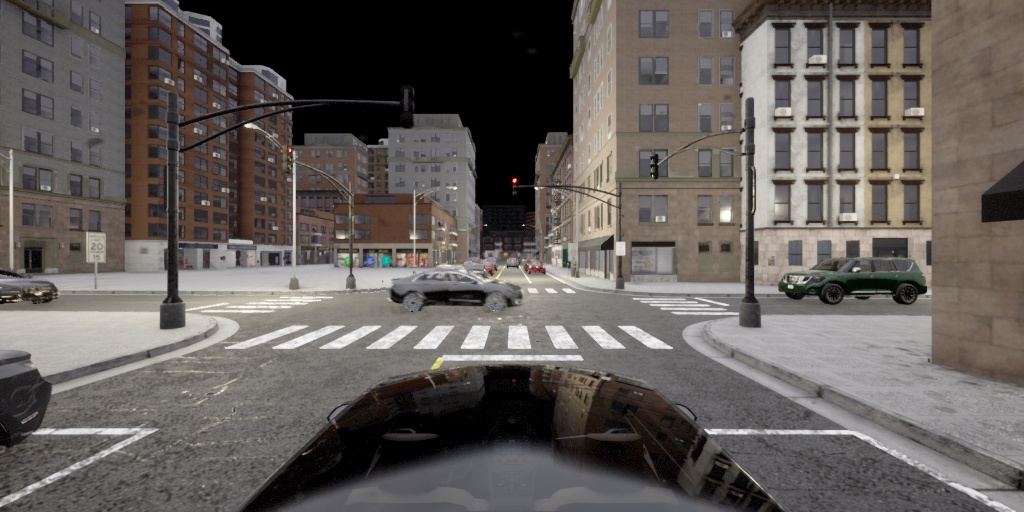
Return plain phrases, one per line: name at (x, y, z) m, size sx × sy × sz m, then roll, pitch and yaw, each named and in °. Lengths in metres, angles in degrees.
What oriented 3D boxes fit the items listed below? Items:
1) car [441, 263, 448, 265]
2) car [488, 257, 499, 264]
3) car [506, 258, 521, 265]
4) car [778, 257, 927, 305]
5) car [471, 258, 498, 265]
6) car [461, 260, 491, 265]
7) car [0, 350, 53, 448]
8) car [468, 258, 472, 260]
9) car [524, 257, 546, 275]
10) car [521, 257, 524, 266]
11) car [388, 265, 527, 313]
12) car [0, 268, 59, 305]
car at (-5.379, 1.273, 28.317) m, size 1.751 × 1.417 × 4.829 m, roll 0°, pitch 0°, yaw 0°
car at (-2.820, 1.252, 47.952) m, size 1.837 × 1.490 × 4.892 m, roll 0°, pitch 0°, yaw 0°
car at (0.114, 1.311, 58.538) m, size 1.994 × 1.385 × 4.181 m, roll 0°, pitch 0°, yaw 1°
car at (15.349, 1.055, 16.293) m, size 5.566 × 2.045 × 2.150 m, roll 0°, pitch 0°, yaw -2°
car at (-2.839, 1.225, 37.536) m, size 1.882 × 1.535 × 5.008 m, roll 0°, pitch 0°, yaw 0°
car at (-2.818, 1.253, 27.219) m, size 1.837 × 1.490 × 4.892 m, roll 0°, pitch 0°, yaw -1°
car at (-5.388, 1.300, 1.642) m, size 2.007 × 1.370 × 4.403 m, roll 0°, pitch 0°, yaw 0°
car at (-5.372, 1.298, 45.473) m, size 2.007 × 1.370 × 4.403 m, roll 0°, pitch 0°, yaw 0°
car at (2.651, 1.187, 39.808) m, size 1.967 × 1.591 × 4.097 m, roll 0°, pitch 0°, yaw 0°
car at (2.653, 1.062, 45.470) m, size 2.192 × 1.841 × 5.009 m, roll 0°, pitch 0°, yaw 0°
car at (-2.044, 1.235, 13.305) m, size 4.902 × 1.511 × 2.128 m, roll 0°, pitch 0°, yaw 0°
car at (-19.985, 1.163, 13.299) m, size 4.892 × 1.490 × 1.837 m, roll 0°, pitch 0°, yaw 0°
